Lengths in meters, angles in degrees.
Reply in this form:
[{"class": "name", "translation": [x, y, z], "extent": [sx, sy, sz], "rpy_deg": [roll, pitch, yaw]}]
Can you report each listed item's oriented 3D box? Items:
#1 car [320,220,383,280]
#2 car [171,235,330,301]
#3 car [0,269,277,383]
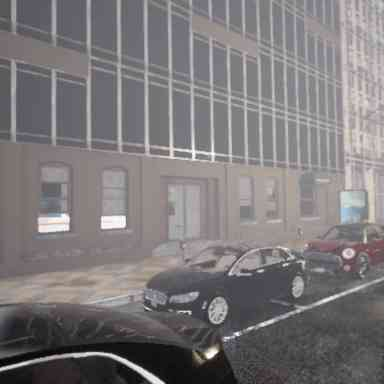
[{"class": "car", "translation": [5.311, 1.812, 11.146], "extent": [4.097, 1.590, 1.967], "rpy_deg": [1, -3, -40]}, {"class": "car", "translation": [0.974, 1.845, 7.524], "extent": [4.403, 1.369, 2.008], "rpy_deg": [1, -3, -40]}, {"class": "car", "translation": [-1.792, 1.618, 1.848], "extent": [4.892, 1.490, 1.837], "rpy_deg": [1, -3, -40]}]
